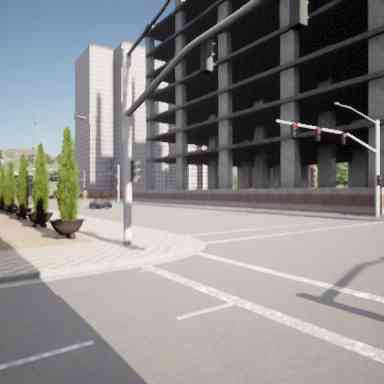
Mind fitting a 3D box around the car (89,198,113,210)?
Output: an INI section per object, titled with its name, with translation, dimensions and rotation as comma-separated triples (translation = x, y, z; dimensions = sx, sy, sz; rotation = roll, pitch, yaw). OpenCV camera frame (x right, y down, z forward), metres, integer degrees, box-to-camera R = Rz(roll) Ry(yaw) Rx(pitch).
[car]
translation = -11.878, 1.539, 43.233
dimensions = 1.994, 1.385, 4.181
rotation = 0, 0, -35
